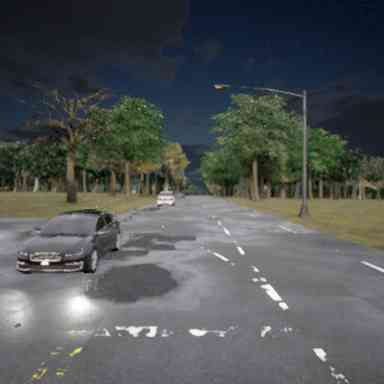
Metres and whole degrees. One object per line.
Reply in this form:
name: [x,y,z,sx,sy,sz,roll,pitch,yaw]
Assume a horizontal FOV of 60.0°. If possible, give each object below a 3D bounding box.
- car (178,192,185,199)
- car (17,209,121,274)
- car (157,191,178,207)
car: [-2.999,0.871,79.246,2.097,1.767,4.553,0,0,4]
car: [-3.471,1.356,10.277,1.837,1.490,4.892,1,2,0]
car: [-3.436,0.916,44.747,2.150,2.045,5.566,0,0,0]
